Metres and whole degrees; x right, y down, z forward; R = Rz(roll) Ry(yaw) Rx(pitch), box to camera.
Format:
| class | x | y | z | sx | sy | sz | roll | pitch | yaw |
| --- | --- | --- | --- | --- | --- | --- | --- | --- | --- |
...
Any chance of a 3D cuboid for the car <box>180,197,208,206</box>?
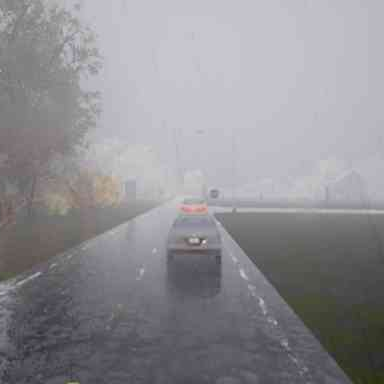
| class | x | y | z | sx | sy | sz | roll | pitch | yaw |
| --- | --- | --- | --- | --- | --- | --- | --- | --- | --- |
| car | 0.129 | 1.204 | 25.791 | 2.097 | 1.767 | 4.553 | 0 | 1 | 1 |

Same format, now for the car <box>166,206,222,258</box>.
| class | x | y | z | sx | sy | sz | roll | pitch | yaw |
| --- | --- | --- | --- | --- | --- | --- | --- | --- | --- |
| car | 0.097 | 1.475 | 12.386 | 2.033 | 1.411 | 5.357 | 0 | 0 | 1 |
